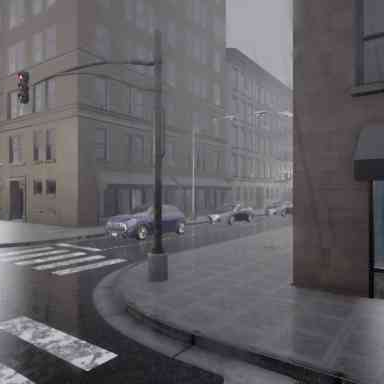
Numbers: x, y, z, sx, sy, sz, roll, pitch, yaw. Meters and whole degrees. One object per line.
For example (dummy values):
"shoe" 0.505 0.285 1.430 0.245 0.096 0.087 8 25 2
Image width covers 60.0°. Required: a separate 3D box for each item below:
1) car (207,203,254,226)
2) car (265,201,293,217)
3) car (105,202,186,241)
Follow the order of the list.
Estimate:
"car" 2.984 1.622 24.966 2.128 1.511 4.902 0 0 35
"car" 8.909 1.678 33.302 2.128 1.511 4.902 0 0 35
"car" -2.333 1.432 17.530 2.097 1.767 4.553 0 0 36
